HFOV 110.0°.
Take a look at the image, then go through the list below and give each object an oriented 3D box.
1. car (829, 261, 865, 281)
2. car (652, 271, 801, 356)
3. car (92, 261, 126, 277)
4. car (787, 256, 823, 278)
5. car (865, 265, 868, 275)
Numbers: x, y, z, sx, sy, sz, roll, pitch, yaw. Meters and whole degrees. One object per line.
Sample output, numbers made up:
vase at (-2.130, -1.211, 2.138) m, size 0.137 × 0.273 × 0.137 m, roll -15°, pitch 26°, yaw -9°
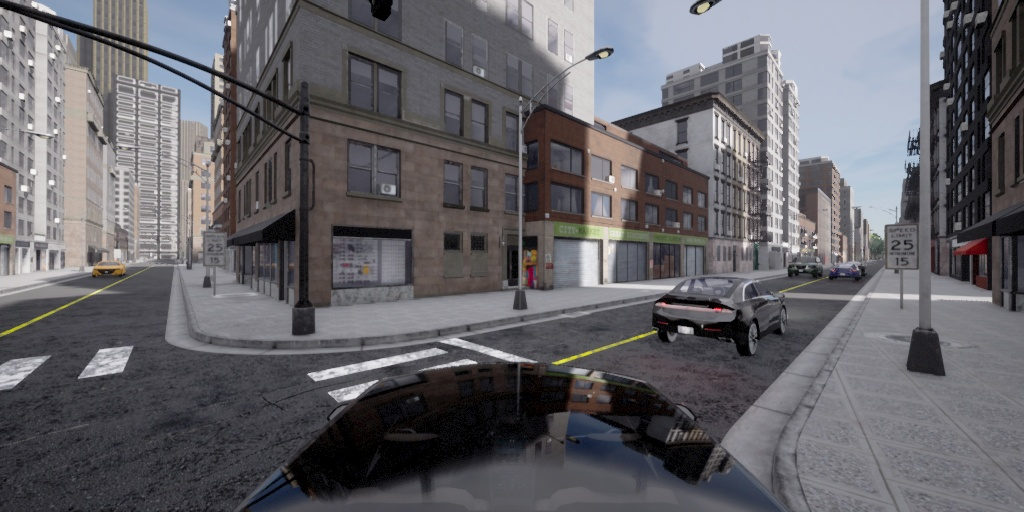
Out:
car at (28.623, 1.328, 30.762) m, size 4.674 × 1.442 × 1.812 m, roll 0°, pitch 0°, yaw -43°
car at (5.178, 1.248, 8.715) m, size 4.902 × 1.511 × 2.128 m, roll 0°, pitch 0°, yaw -43°
car at (-39.334, 1.211, 35.083) m, size 1.882 × 1.535 × 5.008 m, roll 0°, pitch 0°, yaw -43°
car at (28.767, 1.030, 35.110) m, size 5.566 × 2.045 × 2.150 m, roll 0°, pitch 0°, yaw -43°
car at (36.083, 1.301, 37.869) m, size 5.008 × 1.535 × 1.882 m, roll 0°, pitch 0°, yaw -43°
